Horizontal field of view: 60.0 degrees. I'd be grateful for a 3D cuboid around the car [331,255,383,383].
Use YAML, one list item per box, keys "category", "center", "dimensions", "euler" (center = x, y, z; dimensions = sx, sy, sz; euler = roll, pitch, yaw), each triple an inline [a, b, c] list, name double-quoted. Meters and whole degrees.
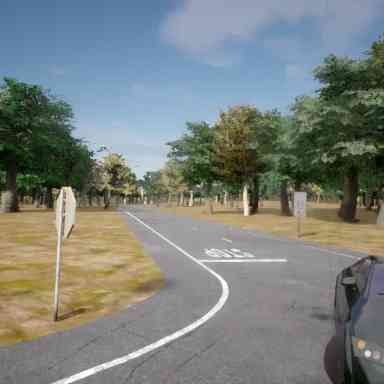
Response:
- category: "car"
  center: [3.069, 1.642, 4.573]
  dimensions: [1.994, 1.385, 4.181]
  euler: [1, -1, 22]
